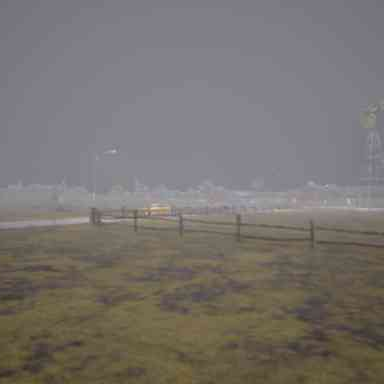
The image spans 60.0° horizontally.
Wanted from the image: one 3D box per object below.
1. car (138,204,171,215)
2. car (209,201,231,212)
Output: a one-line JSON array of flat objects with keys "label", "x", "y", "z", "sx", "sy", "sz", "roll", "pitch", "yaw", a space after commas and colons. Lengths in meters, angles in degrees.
[{"label": "car", "x": -4.809, "y": 2.303, "z": 43.074, "sx": 1.882, "sy": 1.535, "sz": 5.008, "roll": -1, "pitch": -2, "yaw": 35}, {"label": "car", "x": 4.832, "y": 2.399, "z": 56.489, "sx": 2.097, "sy": 1.767, "sz": 4.553, "roll": -1, "pitch": -2, "yaw": 35}]
